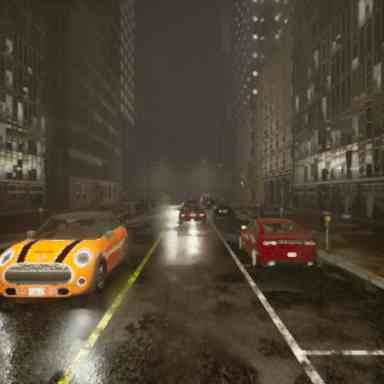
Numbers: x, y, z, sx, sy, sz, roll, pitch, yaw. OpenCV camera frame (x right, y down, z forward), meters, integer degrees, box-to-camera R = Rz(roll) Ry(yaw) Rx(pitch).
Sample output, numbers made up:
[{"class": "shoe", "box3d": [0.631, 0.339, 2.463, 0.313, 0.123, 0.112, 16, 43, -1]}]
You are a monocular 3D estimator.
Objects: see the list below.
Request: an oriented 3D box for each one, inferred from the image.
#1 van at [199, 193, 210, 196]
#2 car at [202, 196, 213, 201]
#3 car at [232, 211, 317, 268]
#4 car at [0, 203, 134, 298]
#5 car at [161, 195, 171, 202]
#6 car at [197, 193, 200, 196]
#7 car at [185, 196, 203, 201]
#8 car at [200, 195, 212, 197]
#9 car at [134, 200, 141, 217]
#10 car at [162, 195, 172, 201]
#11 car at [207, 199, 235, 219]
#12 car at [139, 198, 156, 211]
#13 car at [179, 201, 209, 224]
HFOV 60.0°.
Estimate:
[{"class": "van", "box3d": [2.538, 1.263, 56.635, 1.690, 1.788, 3.998, 0, 0, 0]}, {"class": "car", "box3d": [2.584, 1.519, 39.557, 1.947, 1.339, 4.313, 0, 0, 0]}, {"class": "car", "box3d": [2.661, 1.536, 11.096, 1.887, 1.381, 4.507, 0, 0, 0]}, {"class": "car", "box3d": [-3.025, 1.345, 8.701, 2.097, 1.767, 4.553, 0, 0, 0]}, {"class": "car", "box3d": [-5.889, 1.408, 73.528, 1.752, 1.417, 4.829, 0, 0, 0]}, {"class": "car", "box3d": [2.522, 1.350, 62.326, 1.967, 1.590, 4.097, 0, 0, 0]}, {"class": "car", "box3d": [-0.014, 1.514, 41.198, 1.994, 1.385, 4.181, 0, 0, 0]}, {"class": "car", "box3d": [2.553, 1.499, 50.941, 1.947, 1.339, 4.313, 0, 0, 0]}, {"class": "car", "box3d": [-5.766, 1.552, 28.158, 1.802, 1.307, 4.206, 0, 0, 0]}, {"class": "car", "box3d": [-5.905, 1.419, 79.391, 2.008, 1.369, 4.403, 0, 0, 0]}, {"class": "car", "box3d": [2.614, 1.536, 28.173, 1.947, 1.339, 4.313, 0, 0, 0]}, {"class": "car", "box3d": [-5.797, 1.497, 39.542, 1.887, 1.381, 4.507, 0, 0, 0]}, {"class": "car", "box3d": [0.034, 1.576, 24.330, 1.895, 1.301, 4.718, 0, 0, 0]}]
